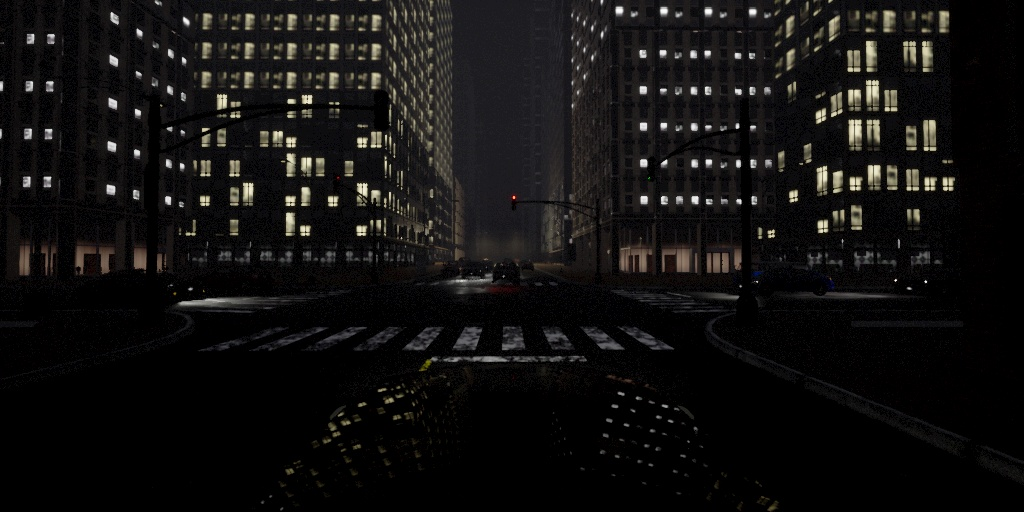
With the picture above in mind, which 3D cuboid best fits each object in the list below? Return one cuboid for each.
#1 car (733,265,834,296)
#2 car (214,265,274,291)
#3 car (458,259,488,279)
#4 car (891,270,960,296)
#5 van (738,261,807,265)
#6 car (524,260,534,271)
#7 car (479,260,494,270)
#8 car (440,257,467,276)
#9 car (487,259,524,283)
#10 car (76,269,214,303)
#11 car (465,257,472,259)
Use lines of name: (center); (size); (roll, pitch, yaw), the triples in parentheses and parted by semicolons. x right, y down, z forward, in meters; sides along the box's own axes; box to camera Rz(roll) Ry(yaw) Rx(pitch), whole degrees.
car: (14.524, 1.342, 19.212); (4.674, 1.442, 1.812); (0, -1, -2)
car: (-16.755, 1.255, 21.447); (4.097, 1.591, 1.967); (0, 0, -1)
car: (-3.519, 1.266, 33.214); (1.837, 1.490, 4.892); (0, 0, -1)
car: (23.568, 1.435, 19.315); (4.718, 1.301, 1.895); (0, -1, -1)
van: (15.716, 1.210, 21.807); (3.998, 1.789, 1.690); (0, 0, -1)
car: (2.069, 1.350, 48.350); (1.802, 1.307, 4.207); (0, 0, -1)
car: (-3.792, 1.318, 54.068); (2.033, 1.411, 5.357); (0, 0, -1)
car: (-6.161, 1.203, 37.026); (1.967, 1.591, 4.097); (0, 0, -1)
car: (-0.415, 1.251, 28.161); (2.128, 1.511, 4.902); (0, 0, 4)
car: (-16.071, 1.267, 15.676); (4.181, 1.385, 1.994); (0, -1, -1)
car: (-6.310, 1.082, 48.176); (2.192, 1.841, 5.009); (0, 0, -1)
